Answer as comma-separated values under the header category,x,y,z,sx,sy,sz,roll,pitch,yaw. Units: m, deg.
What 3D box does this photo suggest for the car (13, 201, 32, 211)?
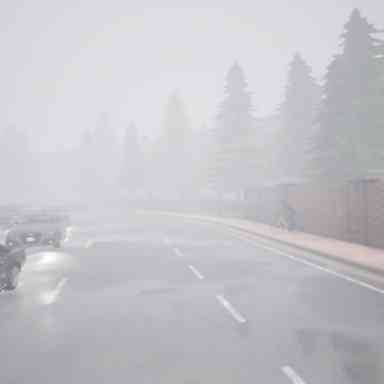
category,x,y,z,sx,sy,sz,roll,pitch,yaw
car,-16.265,1.781,32.043,4.892,1.490,1.837,-1,0,44

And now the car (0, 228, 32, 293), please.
category,x,y,z,sx,sy,sz,roll,pitch,yaw
car,-4.785,1.686,6.385,1.895,1.301,4.718,-1,0,-12

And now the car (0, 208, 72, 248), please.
category,x,y,z,sx,sy,sz,roll,pitch,yaw
car,-6.798,1.677,14.922,1.994,1.385,4.181,-1,0,-15

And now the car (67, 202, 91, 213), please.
category,x,y,z,sx,sy,sz,roll,pitch,yaw
car,-14.183,1.823,39.447,4.718,1.301,1.895,-1,0,37

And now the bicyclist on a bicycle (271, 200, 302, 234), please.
category,x,y,z,sx,sy,sz,roll,pitch,yaw
bicyclist on a bicycle,4.488,1.186,15.797,1.656,1.620,0.582,-1,0,-12

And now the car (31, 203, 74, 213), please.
category,x,y,z,sx,sy,sz,roll,pitch,yaw
car,-10.205,1.730,24.215,1.994,1.385,4.181,-1,0,-30

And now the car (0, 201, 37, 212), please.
category,x,y,z,sx,sy,sz,roll,pitch,yaw
car,-23.399,1.925,44.588,4.674,1.442,1.812,-1,0,19

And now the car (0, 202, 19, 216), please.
category,x,y,z,sx,sy,sz,roll,pitch,yaw
car,-14.013,1.748,23.995,1.837,1.490,4.892,-1,0,-34
